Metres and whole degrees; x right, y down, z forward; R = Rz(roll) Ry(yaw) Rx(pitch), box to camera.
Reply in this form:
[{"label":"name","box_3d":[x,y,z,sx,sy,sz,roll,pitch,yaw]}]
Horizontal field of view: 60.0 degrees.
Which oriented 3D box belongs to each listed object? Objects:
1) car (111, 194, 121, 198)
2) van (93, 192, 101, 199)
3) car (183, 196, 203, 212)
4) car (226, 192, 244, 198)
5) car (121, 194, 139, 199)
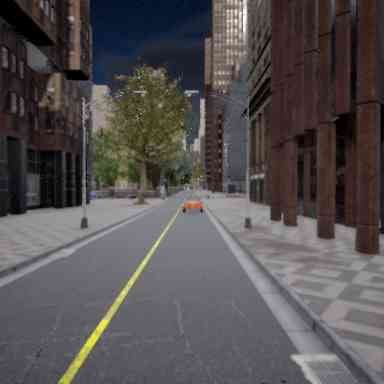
[{"label":"car","box_3d":[-20.422,1.092,93.143,4.206,1.307,1.802,0,1,0]},{"label":"van","box_3d":[-25.988,1.009,84.647,3.998,1.788,1.690,0,1,0]},{"label":"car","box_3d":[0.094,1.252,37.540,2.097,1.767,4.553,0,0,0]},{"label":"car","box_3d":[11.925,0.798,92.947,4.829,1.417,1.752,-1,1,0]},{"label":"car","box_3d":[-14.936,1.160,84.584,4.403,1.369,2.008,0,1,0]}]
